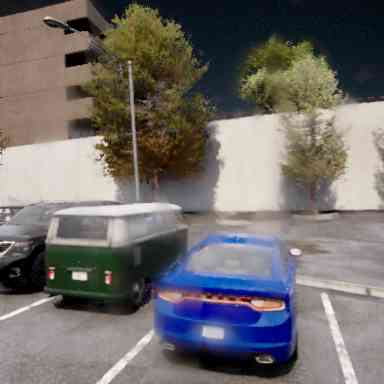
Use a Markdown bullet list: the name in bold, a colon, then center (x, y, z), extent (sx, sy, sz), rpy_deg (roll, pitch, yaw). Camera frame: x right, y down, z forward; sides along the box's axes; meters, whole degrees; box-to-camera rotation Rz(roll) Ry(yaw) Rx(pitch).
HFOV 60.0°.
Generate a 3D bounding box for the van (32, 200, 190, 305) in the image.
- **van**: center (-1.415, 1.291, 8.130), extent (1.878, 1.987, 4.442), rpy_deg (0, -1, 17)

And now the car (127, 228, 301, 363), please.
- **car**: center (0.954, 1.507, 6.220), extent (2.097, 1.535, 5.008), rpy_deg (0, -1, 17)

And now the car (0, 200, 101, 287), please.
- **car**: center (-3.854, 1.271, 9.780), extent (2.435, 2.045, 5.566), rpy_deg (0, -1, 17)
